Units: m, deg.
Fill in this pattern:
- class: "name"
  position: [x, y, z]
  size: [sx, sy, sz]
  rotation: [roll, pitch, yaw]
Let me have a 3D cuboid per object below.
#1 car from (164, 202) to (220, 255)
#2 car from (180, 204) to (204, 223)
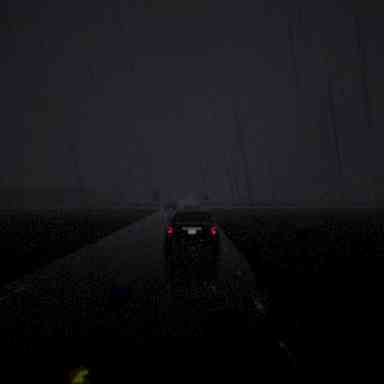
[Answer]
- class: "car"
  position: [-0.001, 1.480, 14.080]
  size: [2.097, 1.767, 4.553]
  rotation: [0, -1, 0]
- class: "car"
  position: [-0.003, 1.828, 29.331]
  size: [1.994, 1.385, 4.181]
  rotation: [0, 0, 0]
